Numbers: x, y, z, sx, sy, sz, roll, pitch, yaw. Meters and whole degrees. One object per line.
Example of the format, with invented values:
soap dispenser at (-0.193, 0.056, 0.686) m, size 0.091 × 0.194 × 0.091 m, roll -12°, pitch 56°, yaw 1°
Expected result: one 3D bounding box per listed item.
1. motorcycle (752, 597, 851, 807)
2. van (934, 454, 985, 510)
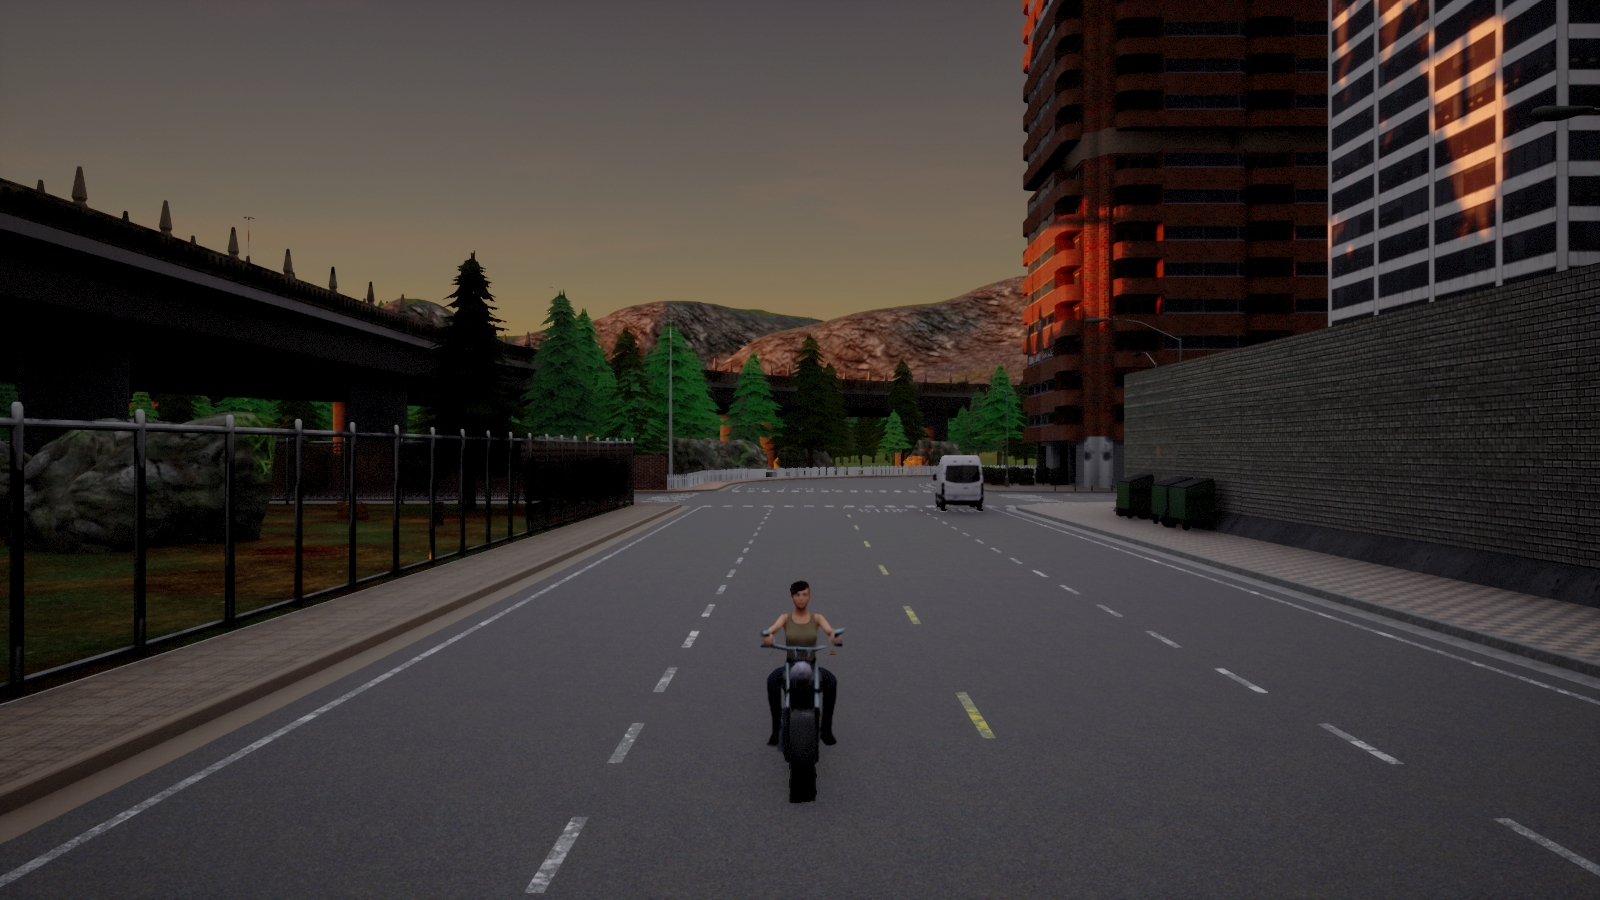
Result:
motorcycle at (0.005, 2.099, 9.992) m, size 0.764 × 1.307 × 2.356 m, roll 0°, pitch 0°, yaw 0°
van at (7.604, 1.499, 54.934) m, size 1.988 × 2.561 × 5.915 m, roll 0°, pitch -1°, yaw 4°
